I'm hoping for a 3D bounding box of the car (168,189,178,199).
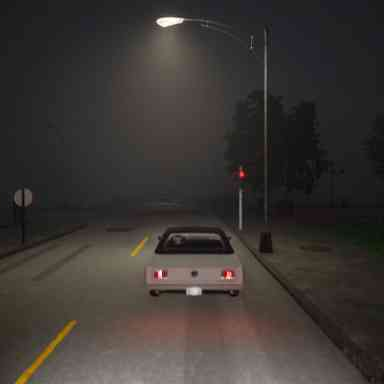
[{"bbox_3d":[-3.974,0.338,67.189,2.150,2.045,5.566,0,1,0],"label":"car"}]

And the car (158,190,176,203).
[{"bbox_3d":[-4.059,0.877,51.004,2.033,1.411,5.357,0,1,0],"label":"car"}]

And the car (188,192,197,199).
[{"bbox_3d":[0.035,0.710,69.459,1.895,1.301,4.718,0,1,0],"label":"car"}]

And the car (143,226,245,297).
[{"bbox_3d":[0.061,1.491,8.274,1.895,1.301,4.718,0,1,0],"label":"car"}]
